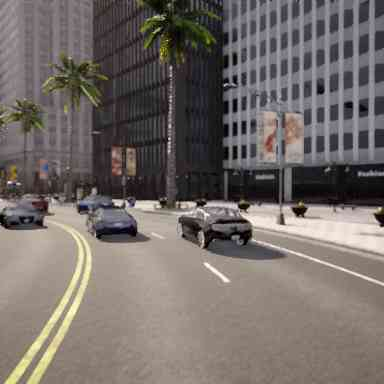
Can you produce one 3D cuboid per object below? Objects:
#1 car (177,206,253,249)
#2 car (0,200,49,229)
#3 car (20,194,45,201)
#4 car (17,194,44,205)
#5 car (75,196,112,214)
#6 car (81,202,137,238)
[{"bbox_3d":[0.763,1.357,13.988,2.128,1.511,4.902,0,1,-19],"label":"car"},{"bbox_3d":[-10.407,1.391,20.293,1.994,1.385,4.181,0,1,-35],"label":"car"},{"bbox_3d":[-15.337,1.207,31.647,1.882,1.535,5.008,-1,1,-43],"label":"car"},{"bbox_3d":[-24.470,1.052,50.364,2.231,1.521,4.892,-1,1,-44],"label":"car"},{"bbox_3d":[-8.656,1.090,29.449,2.097,1.767,4.553,-1,1,-40],"label":"car"},{"bbox_3d":[-4.162,1.412,16.797,1.994,1.385,4.181,0,1,-25],"label":"car"}]
